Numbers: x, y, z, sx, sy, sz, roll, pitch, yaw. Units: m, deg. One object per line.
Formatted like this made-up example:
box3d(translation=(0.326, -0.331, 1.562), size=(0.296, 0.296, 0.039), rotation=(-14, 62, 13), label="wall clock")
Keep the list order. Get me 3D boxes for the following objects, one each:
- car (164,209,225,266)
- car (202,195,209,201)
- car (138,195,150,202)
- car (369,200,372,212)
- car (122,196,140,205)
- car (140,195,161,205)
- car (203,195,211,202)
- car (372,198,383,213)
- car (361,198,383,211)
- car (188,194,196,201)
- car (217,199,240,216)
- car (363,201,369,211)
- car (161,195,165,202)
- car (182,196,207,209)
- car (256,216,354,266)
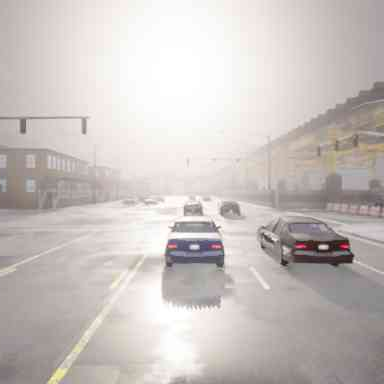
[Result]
box3d(translation=(0.081, 1.543, 11.537), size=(2.033, 1.411, 5.357), rotation=(0, 0, 0), label="car")
box3d(translation=(3.503, 1.453, 87.899), size=(1.837, 1.490, 4.892), rotation=(0, 0, 0), label="car")
box3d(translation=(-10.498, 1.452, 72.850), size=(1.882, 1.535, 5.008), rotation=(0, 0, 0), label="car")
box3d(translation=(19.446, 1.442, 30.358), size=(2.038, 1.542, 4.974), rotation=(0, 0, -36), label="car")
box3d(translation=(-10.550, 1.505, 57.196), size=(1.812, 1.442, 4.674), rotation=(0, 0, 0), label="car")
box3d(translation=(-7.049, 1.527, 57.047), size=(2.033, 1.411, 5.357), rotation=(0, 0, 1), label="car")
box3d(translation=(3.502, 1.566, 77.625), size=(1.895, 1.301, 4.718), rotation=(0, 0, 0), label="car")
box3d(translation=(19.477, 1.284, 30.317), size=(1.853, 1.218, 4.536), rotation=(0, 0, -36), label="car")
box3d(translation=(19.470, 1.282, 35.004), size=(1.853, 1.218, 4.536), rotation=(0, 0, 44), label="car")
box3d(translation=(0.003, 1.431, 87.899), size=(1.882, 1.535, 5.008), rotation=(0, 0, 0), label="car")
box3d(translation=(3.595, 1.493, 32.896), size=(1.837, 1.490, 4.892), rotation=(0, 0, 0), label="car")
box3d(translation=(19.435, 1.440, 34.966), size=(2.038, 1.542, 4.974), rotation=(0, 0, 44), label="car")
box3d(translation=(-6.998, 1.499, 72.695), size=(2.128, 1.511, 4.902), rotation=(0, 0, 0), label="car")
box3d(translation=(0.094, 1.479, 32.810), size=(2.128, 1.511, 4.902), rotation=(0, 0, 0), label="car")
box3d(translation=(3.582, 1.543, 11.547), size=(2.033, 1.411, 5.357), rotation=(0, 0, 0), label="car")
